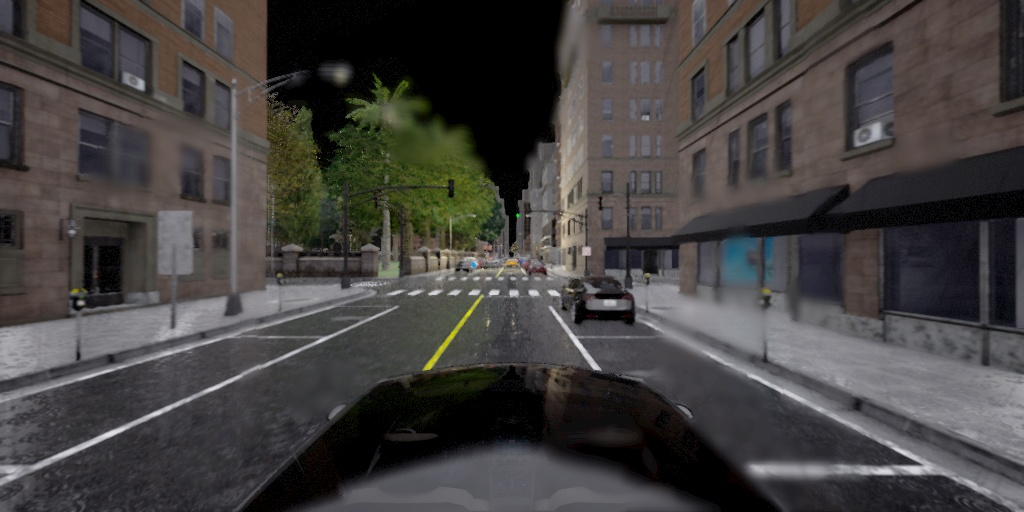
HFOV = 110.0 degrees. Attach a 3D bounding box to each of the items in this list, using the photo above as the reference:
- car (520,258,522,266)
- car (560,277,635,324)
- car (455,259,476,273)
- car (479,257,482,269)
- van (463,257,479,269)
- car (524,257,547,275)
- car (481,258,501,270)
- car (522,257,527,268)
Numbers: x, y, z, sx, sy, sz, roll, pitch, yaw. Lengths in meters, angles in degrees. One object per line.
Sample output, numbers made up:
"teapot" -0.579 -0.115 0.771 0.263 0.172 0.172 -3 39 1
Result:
"car" 2.660 1.309 54.624 1.888 1.381 4.507 0 0 0
"car" 2.666 1.316 11.834 1.948 1.339 4.313 0 0 0
"car" -5.864 1.326 43.823 1.948 1.339 4.313 0 0 0
"car" -5.866 1.204 54.638 1.967 1.591 4.097 0 0 0
"van" -5.865 1.103 49.230 1.690 1.789 3.998 0 0 0
"car" 2.662 1.198 38.399 1.967 1.591 4.097 0 0 0
"car" -3.064 1.328 53.370 1.994 1.385 4.181 0 0 1
"car" 2.661 1.075 43.807 2.192 1.841 5.009 0 0 0
